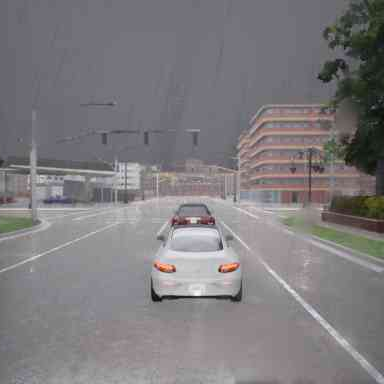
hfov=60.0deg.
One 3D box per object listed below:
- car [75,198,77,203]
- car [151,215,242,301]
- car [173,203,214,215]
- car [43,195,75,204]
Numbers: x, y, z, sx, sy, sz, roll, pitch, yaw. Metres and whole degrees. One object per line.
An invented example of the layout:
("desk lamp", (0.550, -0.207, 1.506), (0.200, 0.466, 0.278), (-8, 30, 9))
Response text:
("car", (-24.169, 1.456, 63.617), (3.806, 1.475, 1.970), (0, 0, 1))
("car", (0.087, 1.526, 8.168), (1.812, 1.442, 4.674), (0, 0, 0))
("car", (0.064, 1.352, 17.160), (2.097, 1.767, 4.553), (0, 0, 0))
("car", (-23.439, 1.295, 57.868), (4.611, 1.667, 2.242), (0, 0, 1))
